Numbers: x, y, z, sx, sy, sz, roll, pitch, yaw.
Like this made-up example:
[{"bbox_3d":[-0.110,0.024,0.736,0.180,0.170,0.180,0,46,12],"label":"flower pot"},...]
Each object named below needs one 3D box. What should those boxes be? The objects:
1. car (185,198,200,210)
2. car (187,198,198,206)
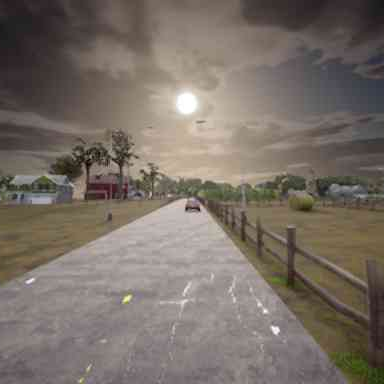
[{"bbox_3d":[0.080,1.733,45.291,1.994,1.385,4.181,0,0,0],"label":"car"},{"bbox_3d":[0.071,1.799,62.575,2.033,1.411,5.357,0,0,0],"label":"car"}]
